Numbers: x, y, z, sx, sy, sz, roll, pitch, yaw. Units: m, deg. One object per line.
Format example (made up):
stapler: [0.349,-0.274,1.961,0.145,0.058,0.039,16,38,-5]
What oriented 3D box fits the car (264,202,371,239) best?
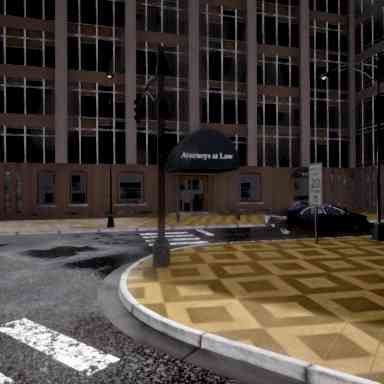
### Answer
car: [6.087,1.309,15.887,4.902,1.511,2.128,0,0,-14]

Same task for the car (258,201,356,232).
car: [6.484,1.314,18.922,4.902,1.511,2.128,0,0,-14]
